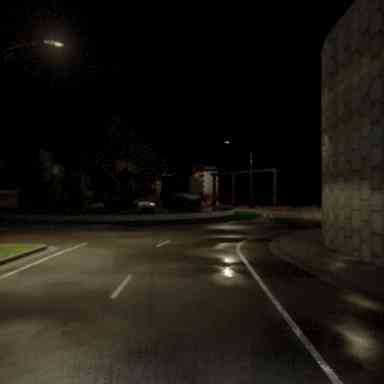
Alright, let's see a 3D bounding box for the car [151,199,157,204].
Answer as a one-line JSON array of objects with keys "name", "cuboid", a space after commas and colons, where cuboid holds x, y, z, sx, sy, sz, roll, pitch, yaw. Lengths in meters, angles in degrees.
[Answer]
[{"name": "car", "cuboid": [-10.016, 2.533, 91.405, 2.128, 1.511, 4.902, 0, -1, -1]}]
